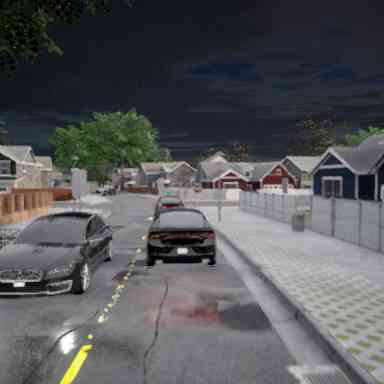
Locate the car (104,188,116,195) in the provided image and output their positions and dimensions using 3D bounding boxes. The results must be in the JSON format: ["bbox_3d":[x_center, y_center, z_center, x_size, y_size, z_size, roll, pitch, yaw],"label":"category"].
[{"bbox_3d":[-18.941,-0.211,76.805,1.882,1.535,5.008,-1,2,-25],"label":"car"}]

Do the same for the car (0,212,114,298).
[{"bbox_3d":[-3.167,1.313,8.238,1.837,1.490,4.892,0,1,-3],"label":"car"}]

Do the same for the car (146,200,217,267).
[{"bbox_3d":[-0.392,1.227,10.586,1.882,1.535,5.008,0,1,-4],"label":"car"}]

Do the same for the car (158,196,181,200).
[{"bbox_3d":[-1.495,1.008,21.599,1.837,1.490,4.892,0,1,-7],"label":"car"}]

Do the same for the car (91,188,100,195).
[{"bbox_3d":[-22.672,-0.150,78.282,2.033,1.411,5.357,-1,2,-25],"label":"car"}]

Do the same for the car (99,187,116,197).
[{"bbox_3d":[-16.220,0.164,64.464,1.994,1.385,4.181,-1,2,-23],"label":"car"}]

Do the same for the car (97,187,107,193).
[{"bbox_3d":[-23.273,-0.516,86.237,1.812,1.442,4.674,-1,1,-23],"label":"car"}]
